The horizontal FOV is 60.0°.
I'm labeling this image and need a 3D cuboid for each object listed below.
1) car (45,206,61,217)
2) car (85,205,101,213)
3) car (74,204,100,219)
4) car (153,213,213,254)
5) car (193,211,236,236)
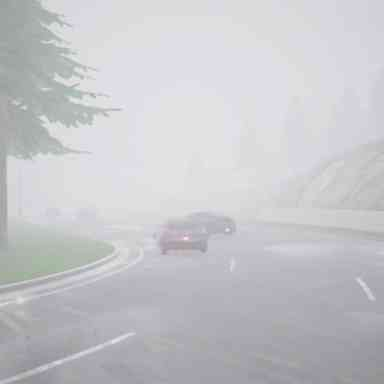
[{"bbox_3d":[-19.933,2.822,47.769,1.837,1.490,4.892,-1,-2,-24],"label":"car"},{"bbox_3d":[-18.140,3.110,60.930,2.033,1.411,5.357,0,-1,-24],"label":"car"},{"bbox_3d":[-13.295,2.617,41.941,1.812,1.442,4.674,0,-1,-27],"label":"car"},{"bbox_3d":[-0.647,1.902,15.393,1.994,1.385,4.181,0,-1,-11],"label":"car"},{"bbox_3d":[0.733,1.930,20.700,1.837,1.490,4.892,2,-2,-31],"label":"car"}]
